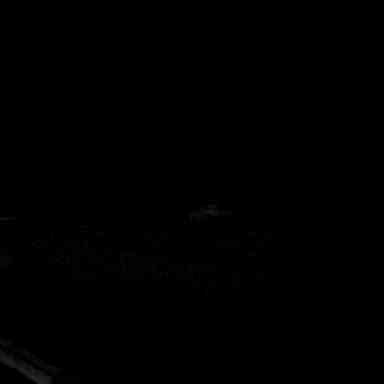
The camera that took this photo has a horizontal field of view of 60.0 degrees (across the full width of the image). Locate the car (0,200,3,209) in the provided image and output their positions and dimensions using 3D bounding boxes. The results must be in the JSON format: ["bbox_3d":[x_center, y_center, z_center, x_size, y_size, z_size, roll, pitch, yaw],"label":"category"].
[{"bbox_3d":[-26.160,1.322,41.256,2.185,1.767,4.553,0,0,35],"label":"car"}]

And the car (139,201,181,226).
[{"bbox_3d":[-1.040,1.455,23.287,2.097,1.535,5.008,0,0,36],"label":"car"}]

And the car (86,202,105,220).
[{"bbox_3d":[-6.375,1.494,27.086,2.002,1.452,4.674,0,0,36],"label":"car"}]

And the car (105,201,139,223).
[{"bbox_3d":[-3.710,1.456,25.180,2.231,1.521,4.892,0,0,36],"label":"car"}]

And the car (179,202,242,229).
[{"bbox_3d":[1.518,1.496,21.451,2.002,1.452,4.674,0,0,36],"label":"car"}]
